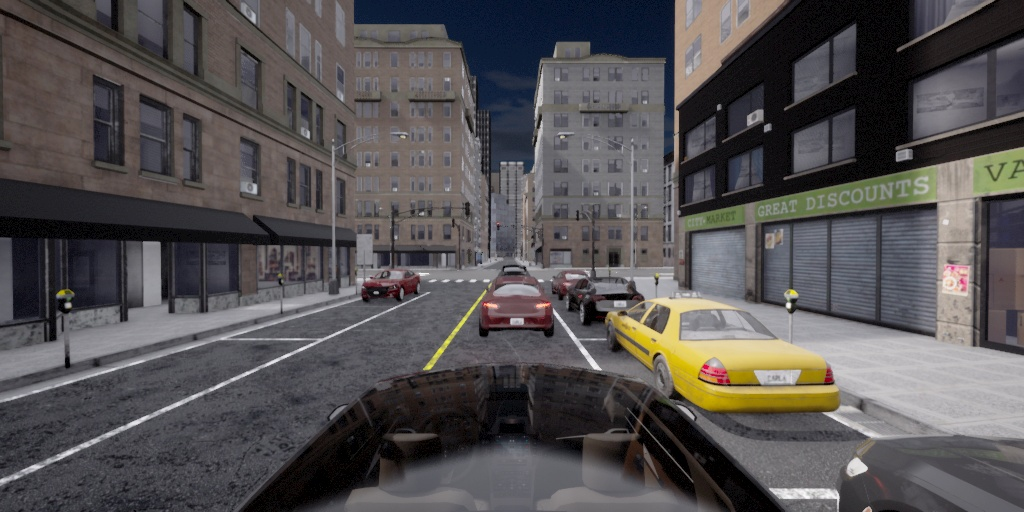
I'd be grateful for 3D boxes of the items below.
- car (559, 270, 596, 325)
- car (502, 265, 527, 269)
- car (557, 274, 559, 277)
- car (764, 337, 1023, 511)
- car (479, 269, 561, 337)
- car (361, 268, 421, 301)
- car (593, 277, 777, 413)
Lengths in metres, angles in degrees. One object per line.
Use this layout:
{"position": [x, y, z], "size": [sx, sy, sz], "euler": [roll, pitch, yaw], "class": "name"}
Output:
{"position": [2.884, 1.311, 11.603], "size": [1.948, 1.339, 4.313], "euler": [0, 0, 0], "class": "car"}
{"position": [0.116, 1.245, 20.446], "size": [1.837, 1.490, 4.892], "euler": [0, 0, 0], "class": "car"}
{"position": [2.890, 1.324, 17.189], "size": [1.802, 1.307, 4.207], "euler": [0, 0, 0], "class": "car"}
{"position": [2.872, 1.301, 0.431], "size": [2.007, 1.370, 4.403], "euler": [0, 0, 0], "class": "car"}
{"position": [0.102, 1.272, 10.167], "size": [1.812, 1.442, 4.674], "euler": [0, 0, 0], "class": "car"}
{"position": [-5.656, 1.287, 17.195], "size": [1.888, 1.381, 4.507], "euler": [0, 0, 0], "class": "car"}
{"position": [2.878, 1.273, 6.187], "size": [1.751, 1.417, 4.829], "euler": [0, 0, 0], "class": "car"}
